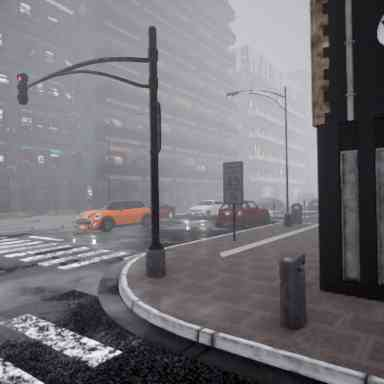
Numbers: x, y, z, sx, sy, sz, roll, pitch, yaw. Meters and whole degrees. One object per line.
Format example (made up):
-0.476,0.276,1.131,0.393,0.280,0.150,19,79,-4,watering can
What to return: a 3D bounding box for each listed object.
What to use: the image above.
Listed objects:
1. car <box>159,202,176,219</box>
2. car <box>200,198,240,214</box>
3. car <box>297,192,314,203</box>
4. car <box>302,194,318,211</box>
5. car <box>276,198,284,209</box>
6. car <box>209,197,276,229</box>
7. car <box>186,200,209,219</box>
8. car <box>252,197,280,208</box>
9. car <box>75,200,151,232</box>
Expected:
-3.122,1.465,25.732,1.887,1.381,4.507,-1,0,36,car
2.900,1.390,33.843,2.008,1.369,4.403,-1,0,36,car
19.577,0.937,56.734,2.192,1.841,5.009,-1,0,36,car
13.008,1.199,33.487,1.947,1.339,4.313,-1,0,36,car
8.720,1.303,37.421,1.994,1.385,4.181,-1,0,37,car
3.090,1.204,19.690,1.967,1.590,4.097,-1,0,36,car
1.444,1.362,27.454,1.812,1.442,4.674,-1,0,36,car
9.573,1.317,43.000,1.947,1.339,4.313,-1,0,36,car
-4.473,1.268,19.348,2.097,1.767,4.553,-1,0,36,car
